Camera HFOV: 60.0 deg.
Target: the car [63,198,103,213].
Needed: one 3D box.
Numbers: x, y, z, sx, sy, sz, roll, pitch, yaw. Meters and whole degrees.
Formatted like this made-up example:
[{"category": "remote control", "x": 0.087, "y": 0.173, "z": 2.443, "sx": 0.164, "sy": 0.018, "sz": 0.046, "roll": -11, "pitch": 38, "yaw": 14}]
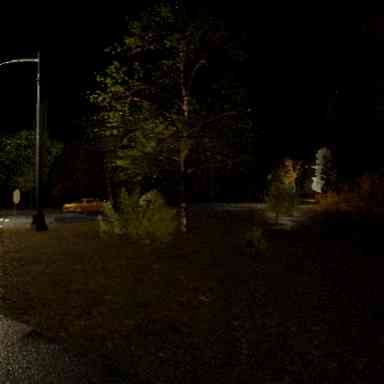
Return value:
[{"category": "car", "x": -11.781, "y": 1.489, "z": 36.683, "sx": 1.882, "sy": 1.535, "sz": 5.008, "roll": 0, "pitch": 1, "yaw": 36}]
